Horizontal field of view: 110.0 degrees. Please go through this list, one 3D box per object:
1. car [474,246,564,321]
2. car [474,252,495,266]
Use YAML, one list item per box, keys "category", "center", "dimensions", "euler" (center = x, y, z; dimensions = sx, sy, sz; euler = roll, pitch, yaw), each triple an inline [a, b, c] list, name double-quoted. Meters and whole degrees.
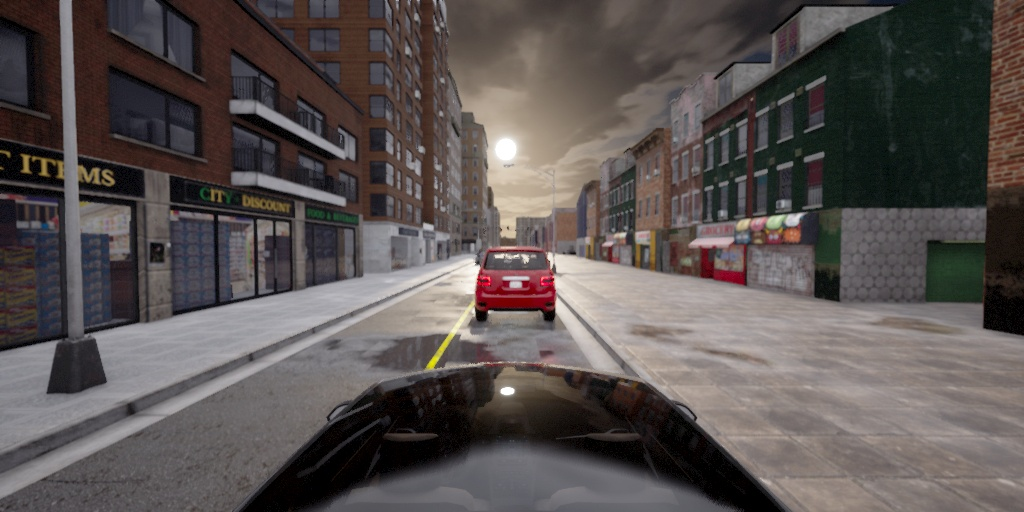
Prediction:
- category: "car"
  center: [0.087, 0.698, 11.315]
  dimensions: [2.150, 2.045, 5.566]
  euler: [0, 2, 0]
- category: "car"
  center: [-2.903, 0.241, 39.248]
  dimensions: [1.994, 1.385, 4.181]
  euler: [0, 2, 0]
